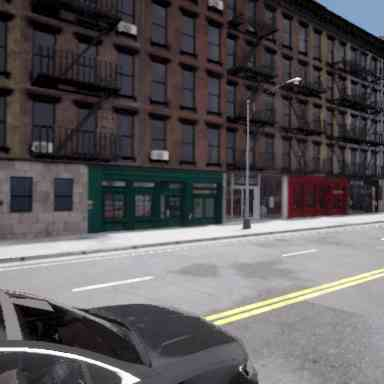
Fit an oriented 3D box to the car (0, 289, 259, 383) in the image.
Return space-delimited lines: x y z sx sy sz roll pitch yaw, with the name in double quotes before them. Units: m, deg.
"car" -1.645 1.506 2.267 4.892 1.490 1.837 0 0 -35
